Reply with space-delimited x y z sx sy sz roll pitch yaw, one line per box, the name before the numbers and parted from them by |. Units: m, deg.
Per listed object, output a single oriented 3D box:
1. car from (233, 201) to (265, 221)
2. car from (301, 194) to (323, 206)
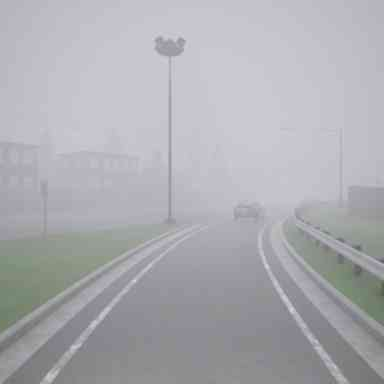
car | 4.576 1.444 26.316 2.128 1.511 4.902 0 0 20
car | 18.709 1.469 52.489 1.994 1.385 4.181 0 0 35
